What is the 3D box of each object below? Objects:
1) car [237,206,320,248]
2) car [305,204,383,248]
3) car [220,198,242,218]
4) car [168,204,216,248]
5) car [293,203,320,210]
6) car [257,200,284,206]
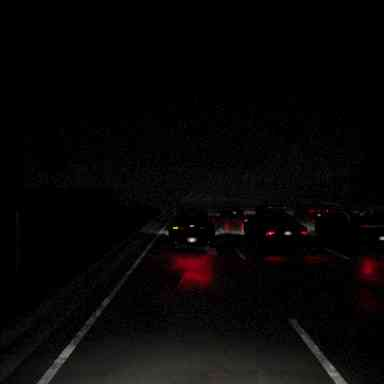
[{"bbox_3d":[3.500,1.560,14.650,2.033,1.411,5.357,0,0,0],"label":"car"},{"bbox_3d":[7.000,1.492,14.650,2.128,1.511,4.902,0,0,0],"label":"car"},{"bbox_3d":[3.500,1.530,29.650,1.812,1.442,4.674,0,0,0],"label":"car"},{"bbox_3d":[0.000,1.513,14.650,1.837,1.490,4.892,0,0,0],"label":"car"},{"bbox_3d":[10.500,1.614,29.680,1.895,1.301,4.718,0,0,0],"label":"car"},{"bbox_3d":[7.000,1.493,29.650,2.128,1.511,4.902,0,0,0],"label":"car"}]
